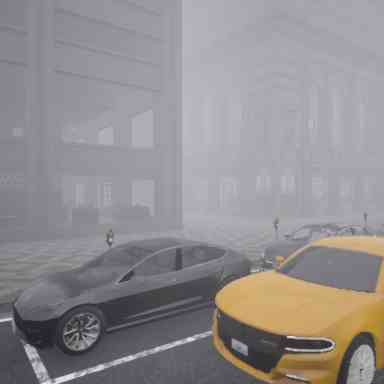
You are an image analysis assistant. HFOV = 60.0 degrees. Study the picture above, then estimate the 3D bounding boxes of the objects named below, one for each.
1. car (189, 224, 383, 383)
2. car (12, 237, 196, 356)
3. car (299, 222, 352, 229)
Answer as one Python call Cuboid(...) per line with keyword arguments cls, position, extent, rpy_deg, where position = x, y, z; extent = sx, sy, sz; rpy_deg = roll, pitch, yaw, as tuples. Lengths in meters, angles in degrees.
Cuboid(cls="car", position=(2.576, 1.477, 5.203), extent=(5.008, 1.535, 1.882), rpy_deg=(0, 0, -35))
Cuboid(cls="car", position=(-0.805, 1.566, 6.071), extent=(4.313, 1.339, 1.947), rpy_deg=(0, 0, -35))
Cuboid(cls="car", position=(3.791, 1.551, 9.333), extent=(4.403, 1.369, 2.008), rpy_deg=(0, 0, -35))
